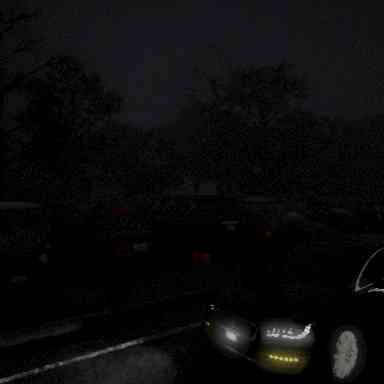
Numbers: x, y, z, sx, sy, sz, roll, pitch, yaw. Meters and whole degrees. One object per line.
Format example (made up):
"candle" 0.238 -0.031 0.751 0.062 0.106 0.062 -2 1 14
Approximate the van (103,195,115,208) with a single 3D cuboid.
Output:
"van" -5.683 1.199 24.394 1.878 1.987 4.442 0 0 -35

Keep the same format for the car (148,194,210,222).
"car" -1.188 1.208 27.419 2.435 2.045 5.566 0 0 -35

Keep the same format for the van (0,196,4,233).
"van" -12.302 1.218 19.390 1.878 1.987 4.442 -1 0 -35

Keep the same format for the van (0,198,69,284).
"van" -4.844 1.219 8.644 1.878 1.987 4.442 -1 0 -35

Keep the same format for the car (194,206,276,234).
"car" 2.600 1.570 19.543 4.718 1.301 1.895 0 0 -35

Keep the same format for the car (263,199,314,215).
"car" 10.179 1.548 35.546 2.097 1.535 5.008 0 0 -35

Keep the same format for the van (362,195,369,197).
"van" 19.269 1.392 41.886 1.878 1.987 4.442 0 0 -35

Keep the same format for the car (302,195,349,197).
"car" 14.706 1.332 38.744 2.435 2.045 5.566 0 0 -35

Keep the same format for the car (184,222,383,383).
"car" 2.451 1.488 5.437 4.892 1.490 1.837 0 0 -36

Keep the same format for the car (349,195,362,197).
"car" 16.963 1.349 40.352 2.435 2.045 5.566 0 0 -35

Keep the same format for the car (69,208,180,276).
"car" -2.661 1.447 10.379 2.163 1.488 4.792 0 0 -35

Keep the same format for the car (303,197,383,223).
"car" 8.658 1.351 18.370 2.185 1.767 4.553 0 0 -35

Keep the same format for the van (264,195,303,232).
"van" 1.925 1.198 13.468 1.878 1.987 4.442 0 0 -35

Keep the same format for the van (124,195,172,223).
"van" -3.529 1.216 25.929 1.878 1.987 4.442 0 0 -35

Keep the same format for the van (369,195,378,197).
"van" 21.390 1.410 43.684 1.878 1.987 4.442 0 0 -35

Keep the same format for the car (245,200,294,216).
"car" 7.817 1.570 33.873 2.002 1.452 4.674 0 0 -35

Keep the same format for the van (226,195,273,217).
"van" 5.495 1.286 32.359 1.878 1.987 4.442 0 0 -35

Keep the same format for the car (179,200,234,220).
"car" 1.155 1.477 29.116 2.097 1.535 5.008 0 0 -35

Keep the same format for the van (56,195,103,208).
"van" -7.912 1.181 22.519 1.878 1.987 4.442 0 0 -35

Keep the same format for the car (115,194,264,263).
"car" -0.420 1.155 11.975 2.435 2.045 5.566 0 0 -35

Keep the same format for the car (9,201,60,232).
"car" -10.115 1.417 21.099 2.097 1.535 5.008 -1 0 -35

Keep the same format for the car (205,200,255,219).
"car" 3.410 1.535 30.727 2.002 1.452 4.674 0 0 -35

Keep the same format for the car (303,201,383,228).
"car" 6.381 1.459 16.779 2.097 1.535 5.008 0 0 -35
